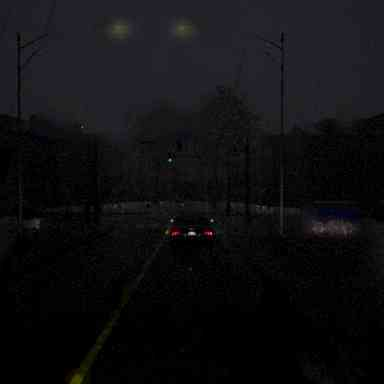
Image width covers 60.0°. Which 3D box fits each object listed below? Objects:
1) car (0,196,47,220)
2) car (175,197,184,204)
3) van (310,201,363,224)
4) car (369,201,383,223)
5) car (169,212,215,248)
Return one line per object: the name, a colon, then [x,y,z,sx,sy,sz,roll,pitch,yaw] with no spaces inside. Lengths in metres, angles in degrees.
car: [-14.588,1.277,27.217,5.009,1.841,2.192,1,1,0]
car: [-2.749,1.780,72.788,1.882,1.535,5.008,0,-1,0]
van: [11.771,1.634,27.199,3.998,1.788,1.690,1,1,0]
car: [17.177,1.680,27.195,5.009,1.841,2.192,1,1,0]
car: [0.000,1.568,14.655,2.033,1.411,5.357,0,0,0]
